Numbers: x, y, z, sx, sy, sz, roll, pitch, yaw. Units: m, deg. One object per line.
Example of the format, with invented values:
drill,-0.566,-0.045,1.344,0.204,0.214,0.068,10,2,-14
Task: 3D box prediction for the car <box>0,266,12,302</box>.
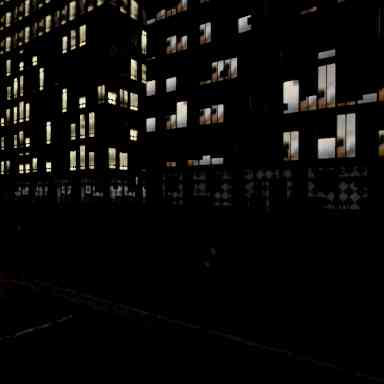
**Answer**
car,-5.554,1.526,6.846,4.829,1.417,1.752,0,0,36
